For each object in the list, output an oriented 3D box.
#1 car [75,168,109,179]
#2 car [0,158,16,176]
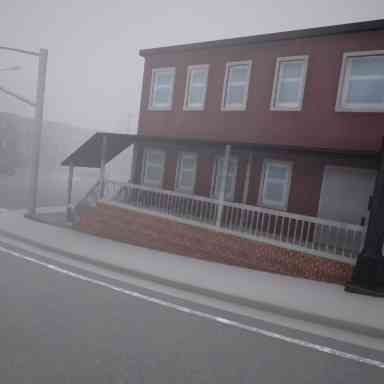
[{"bbox_3d":[-12.911,-2.481,43.466,1.812,1.442,4.674,10,6,35],"label":"car"},{"bbox_3d":[-20.274,-2.662,33.268,2.097,1.767,4.553,10,6,35],"label":"car"}]
